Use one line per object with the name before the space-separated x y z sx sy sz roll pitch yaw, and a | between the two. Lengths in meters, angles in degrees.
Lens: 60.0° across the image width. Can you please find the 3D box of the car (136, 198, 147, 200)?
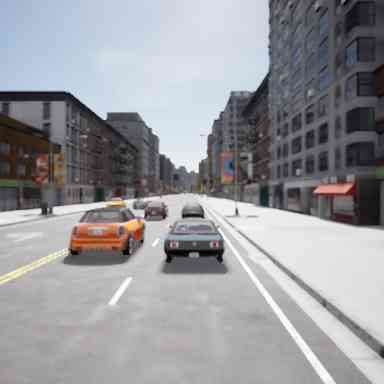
car | -6.584 1.553 43.686 2.128 1.511 4.902 0 0 0

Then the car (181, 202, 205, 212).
car | 0.089 1.601 29.416 1.994 1.385 4.181 0 0 0

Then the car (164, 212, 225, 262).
car | 0.083 1.615 12.226 1.895 1.301 4.718 0 0 0

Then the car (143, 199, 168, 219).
car | -3.159 1.563 29.852 1.812 1.442 4.674 0 0 0

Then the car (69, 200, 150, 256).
car | -3.167 1.369 13.344 2.097 1.767 4.553 0 0 0

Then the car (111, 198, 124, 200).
car | -9.833 1.538 43.307 1.882 1.535 5.008 0 0 0
